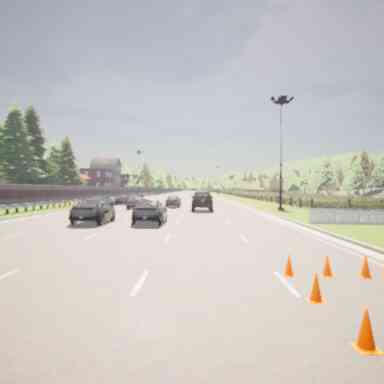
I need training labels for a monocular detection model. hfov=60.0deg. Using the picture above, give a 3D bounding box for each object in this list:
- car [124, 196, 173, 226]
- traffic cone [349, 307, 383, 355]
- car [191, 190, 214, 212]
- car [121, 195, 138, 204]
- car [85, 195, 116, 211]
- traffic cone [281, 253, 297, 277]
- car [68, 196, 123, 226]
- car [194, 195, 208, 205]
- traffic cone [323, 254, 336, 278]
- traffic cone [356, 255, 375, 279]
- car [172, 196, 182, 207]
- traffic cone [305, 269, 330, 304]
[{"bbox_3d":[-2.659,1.269,21.490,2.128,1.511,4.902,1,0,1],"label":"car"},{"bbox_3d":[2.480,1.944,4.738,0.340,0.580,0.340,1,1,1],"label":"traffic cone"},{"bbox_3d":[1.052,0.934,34.506,2.150,2.045,5.566,1,1,1],"label":"car"},{"bbox_3d":[-5.922,1.153,36.442,2.033,1.411,5.357,1,1,1],"label":"car"},{"bbox_3d":[-9.450,1.102,34.705,1.812,1.442,4.674,1,0,1],"label":"car"},{"bbox_3d":[2.544,1.910,8.737,0.340,0.580,0.340,1,1,1],"label":"traffic cone"},{"bbox_3d":[-6.166,1.227,21.063,2.128,1.511,4.902,1,0,1],"label":"car"},{"bbox_3d":[1.275,1.153,48.773,1.994,1.385,4.181,1,1,1],"label":"car"},{"bbox_3d":[3.544,1.923,8.721,0.340,0.580,0.340,1,1,1],"label":"traffic cone"},{"bbox_3d":[4.544,1.936,8.705,0.340,0.580,0.340,1,1,1],"label":"traffic cone"},{"bbox_3d":[-2.336,1.151,41.813,2.033,1.411,5.357,1,1,1],"label":"car"},{"bbox_3d":[2.512,1.927,6.737,0.340,0.580,0.340,1,1,1],"label":"traffic cone"}]
